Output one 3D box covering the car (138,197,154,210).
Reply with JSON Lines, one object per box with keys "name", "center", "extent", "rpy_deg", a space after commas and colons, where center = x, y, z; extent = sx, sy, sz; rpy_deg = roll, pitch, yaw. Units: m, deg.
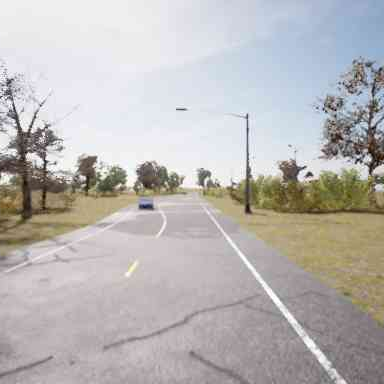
{"name": "car", "center": [-5.748, 1.444, 41.856], "extent": [1.882, 1.535, 5.008], "rpy_deg": [0, 0, -7]}
